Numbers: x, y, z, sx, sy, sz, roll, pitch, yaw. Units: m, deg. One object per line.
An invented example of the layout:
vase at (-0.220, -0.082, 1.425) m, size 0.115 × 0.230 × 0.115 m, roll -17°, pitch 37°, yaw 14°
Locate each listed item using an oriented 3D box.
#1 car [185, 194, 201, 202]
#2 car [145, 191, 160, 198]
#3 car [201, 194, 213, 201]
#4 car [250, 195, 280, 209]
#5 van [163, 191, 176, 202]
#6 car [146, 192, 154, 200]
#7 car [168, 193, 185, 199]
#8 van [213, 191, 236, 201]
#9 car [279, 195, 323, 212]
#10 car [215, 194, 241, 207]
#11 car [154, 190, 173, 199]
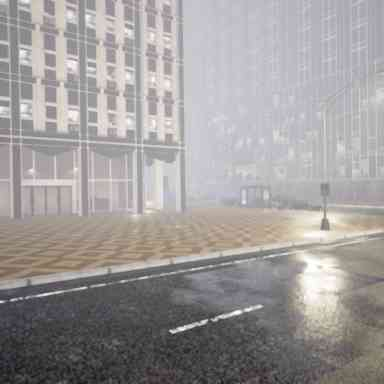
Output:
car at (-0.857, 1.093, 59.822) m, size 1.994 × 1.385 × 4.181 m, roll -1°, pitch 1°, yaw -34°
car at (-9.919, 0.638, 83.147) m, size 1.967 × 1.590 × 4.097 m, roll -1°, pitch 1°, yaw -34°
car at (2.957, 0.996, 64.412) m, size 1.802 × 1.307 × 4.206 m, roll -1°, pitch 1°, yaw -34°
car at (8.832, 1.351, 40.870) m, size 1.802 × 1.307 × 4.206 m, roll -1°, pitch 1°, yaw -34°
van at (-3.950, 0.899, 59.665) m, size 1.690 × 1.788 × 3.998 m, roll -1°, pitch 1°, yaw -34°
car at (-10.388, 1.001, 69.036) m, size 2.008 × 1.369 × 4.403 m, roll -1°, pitch 1°, yaw -34°
car at (-3.481, 0.888, 73.781) m, size 1.802 × 1.307 × 4.206 m, roll -1°, pitch 1°, yaw -34°
van at (6.175, 0.808, 59.725) m, size 1.690 × 1.788 × 3.998 m, roll -1°, pitch 1°, yaw -34°
car at (12.037, 1.387, 36.173) m, size 1.947 × 1.339 × 4.313 m, roll -1°, pitch 1°, yaw -34°
car at (5.662, 1.282, 45.586) m, size 1.947 × 1.339 × 4.313 m, roll -1°, pitch 1°, yaw -34°
car at (-6.700, 0.567, 78.462) m, size 2.192 × 1.841 × 5.009 m, roll -1°, pitch 1°, yaw -34°
